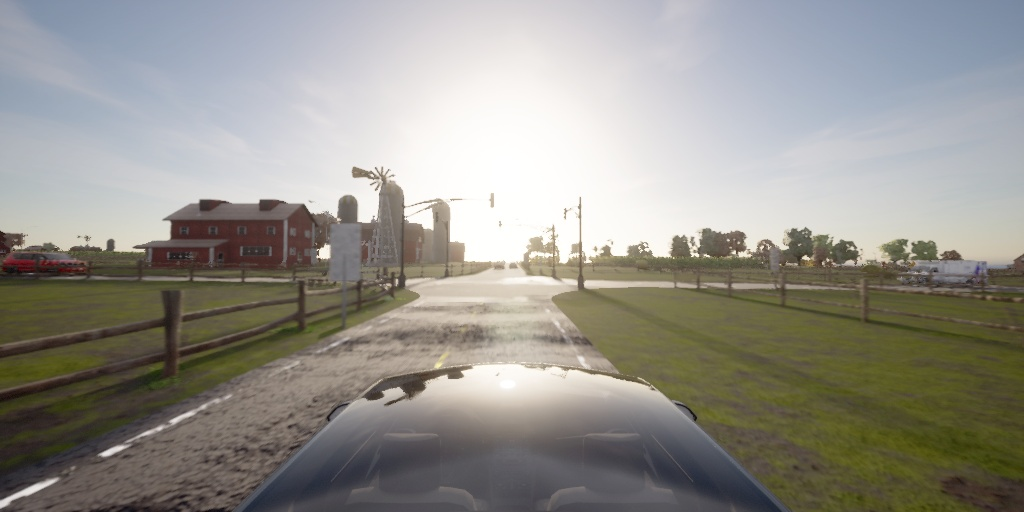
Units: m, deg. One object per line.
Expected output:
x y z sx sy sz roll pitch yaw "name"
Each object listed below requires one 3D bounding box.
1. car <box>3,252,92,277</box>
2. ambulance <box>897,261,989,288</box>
-38.968 0.700 30.145 5.566 2.045 2.150 1 -2 0 "car"
39.960 1.675 33.471 6.366 2.431 2.351 1 -2 0 "ambulance"
